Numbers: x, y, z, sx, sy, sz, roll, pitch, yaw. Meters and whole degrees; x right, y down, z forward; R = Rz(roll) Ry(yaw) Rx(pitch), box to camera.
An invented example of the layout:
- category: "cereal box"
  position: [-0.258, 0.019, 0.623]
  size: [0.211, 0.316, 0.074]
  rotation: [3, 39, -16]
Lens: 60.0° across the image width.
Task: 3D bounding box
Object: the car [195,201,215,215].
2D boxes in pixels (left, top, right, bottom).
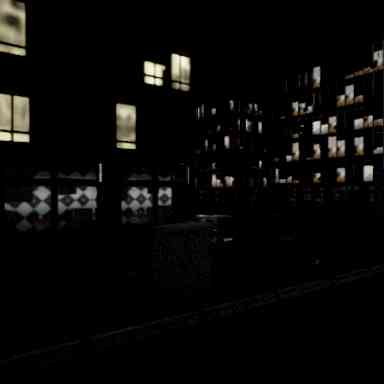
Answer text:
- category: "car"
  position: [0.612, 1.744, 37.099]
  size: [1.812, 1.442, 4.674]
  rotation: [0, 0, -35]
